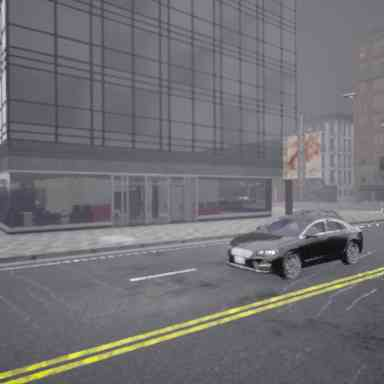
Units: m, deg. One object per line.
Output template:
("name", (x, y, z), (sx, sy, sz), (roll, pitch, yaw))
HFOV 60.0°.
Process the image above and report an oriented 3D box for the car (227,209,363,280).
("car", (3.217, 1.481, 9.976), (4.902, 1.511, 2.128), (0, 0, -36))
